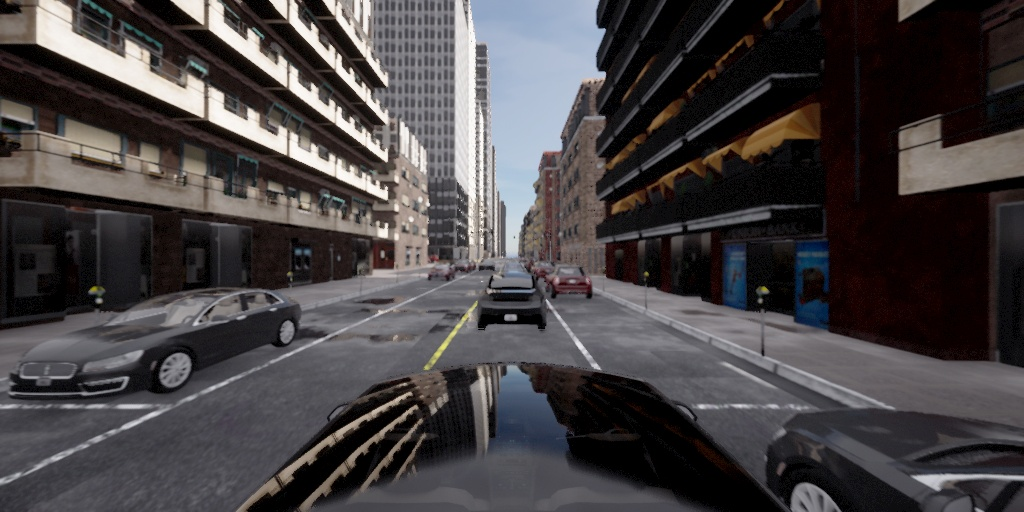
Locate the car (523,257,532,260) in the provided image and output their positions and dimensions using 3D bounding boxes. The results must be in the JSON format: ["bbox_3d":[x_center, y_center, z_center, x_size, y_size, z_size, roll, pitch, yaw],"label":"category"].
[{"bbox_3d":[2.704,0.970,40.633,2.192,1.841,5.009,0,0,0],"label":"car"}]

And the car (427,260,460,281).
[{"bbox_3d":[-5.680,1.263,29.269,1.802,1.307,4.207,0,0,0],"label":"car"}]

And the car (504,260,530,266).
[{"bbox_3d":[0.077,1.233,27.381,2.033,1.411,5.357,0,0,0],"label":"car"}]

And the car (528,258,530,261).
[{"bbox_3d":[2.703,1.193,35.121,1.751,1.417,4.829,0,0,0],"label":"car"}]

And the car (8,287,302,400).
[{"bbox_3d":[-5.689,1.288,6.540,2.007,1.370,4.403,0,0,0],"label":"car"}]

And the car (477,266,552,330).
[{"bbox_3d":[0.042,1.231,11.056,1.837,1.490,4.892,0,0,2],"label":"car"}]

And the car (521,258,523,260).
[{"bbox_3d":[2.709,1.197,51.998,1.948,1.339,4.313,0,0,0],"label":"car"}]

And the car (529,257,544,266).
[{"bbox_3d":[2.700,1.121,29.268,1.967,1.591,4.097,0,0,0],"label":"car"}]

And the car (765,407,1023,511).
[{"bbox_3d":[2.690,1.303,0.857,2.007,1.370,4.403,0,0,0],"label":"car"}]

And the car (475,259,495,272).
[{"bbox_3d":[-3.074,1.125,44.008,1.882,1.535,5.008,0,0,0],"label":"car"}]

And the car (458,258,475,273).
[{"bbox_3d":[-5.676,1.095,40.634,1.967,1.591,4.097,0,0,0],"label":"car"}]

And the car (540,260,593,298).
[{"bbox_3d":[2.696,1.148,17.903,1.967,1.591,4.097,0,0,0],"label":"car"}]
